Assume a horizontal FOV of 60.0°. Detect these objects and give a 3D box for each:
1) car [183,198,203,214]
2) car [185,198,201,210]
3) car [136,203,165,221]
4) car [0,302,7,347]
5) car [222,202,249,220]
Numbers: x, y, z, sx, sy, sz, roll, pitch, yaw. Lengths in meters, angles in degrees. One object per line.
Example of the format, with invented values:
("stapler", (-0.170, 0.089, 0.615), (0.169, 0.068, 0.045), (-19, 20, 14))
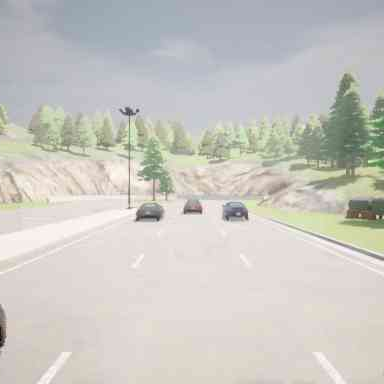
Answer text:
("car", (0.108, 1.564, 35.271), (1.994, 1.385, 4.181), (0, 0, 0))
("car", (0.166, 1.547, 44.512), (2.033, 1.411, 5.357), (0, 0, 1))
("car", (-3.393, 1.564, 27.473), (1.994, 1.385, 4.181), (0, 0, 0))
("car", (-3.404, 1.503, 2.534), (1.837, 1.490, 4.892), (0, -1, 0))
("car", (3.608, 1.525, 28.050), (1.812, 1.442, 4.674), (0, 0, 0))
